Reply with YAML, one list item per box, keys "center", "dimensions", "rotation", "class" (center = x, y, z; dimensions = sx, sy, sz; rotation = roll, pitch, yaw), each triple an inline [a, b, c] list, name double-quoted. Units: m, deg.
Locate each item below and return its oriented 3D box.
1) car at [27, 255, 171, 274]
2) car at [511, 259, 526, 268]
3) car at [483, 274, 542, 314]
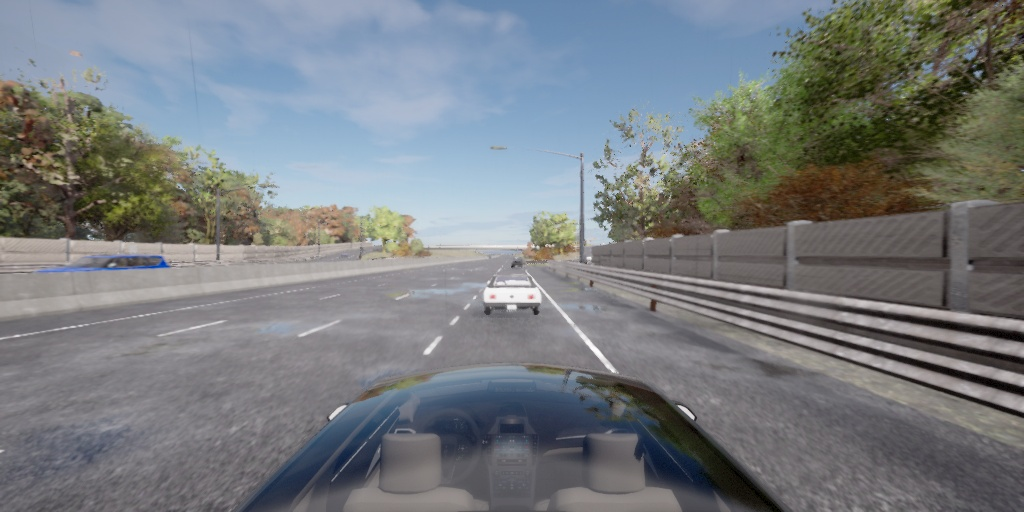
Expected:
- center: [-21.089, 0.939, 18.756]
  dimensions: [2.150, 2.045, 5.566]
  rotation: [0, 0, 0]
  class: "car"
- center: [1.063, 1.162, 56.077]
  dimensions: [1.837, 1.490, 4.892]
  rotation: [-1, 0, 8]
  class: "car"
- center: [0.005, 1.323, 13.511]
  dimensions: [1.895, 1.301, 4.718]
  rotation: [0, 0, 0]
  class: "car"
